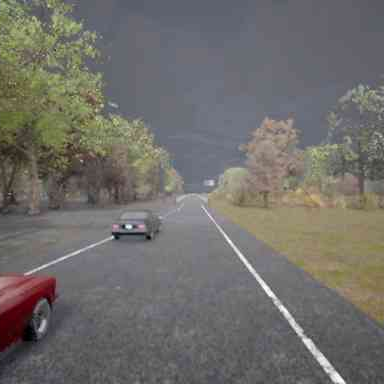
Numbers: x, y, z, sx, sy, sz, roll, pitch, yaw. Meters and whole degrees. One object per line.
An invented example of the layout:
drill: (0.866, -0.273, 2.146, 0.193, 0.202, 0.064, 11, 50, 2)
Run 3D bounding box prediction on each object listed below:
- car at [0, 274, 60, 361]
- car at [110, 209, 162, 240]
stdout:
car: (-3.225, 1.614, 3.573, 1.895, 1.301, 4.718, 0, 0, 1)
car: (-2.758, 1.609, 17.464, 2.033, 1.411, 5.357, 0, 0, 2)
